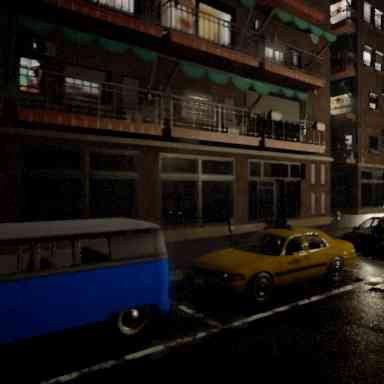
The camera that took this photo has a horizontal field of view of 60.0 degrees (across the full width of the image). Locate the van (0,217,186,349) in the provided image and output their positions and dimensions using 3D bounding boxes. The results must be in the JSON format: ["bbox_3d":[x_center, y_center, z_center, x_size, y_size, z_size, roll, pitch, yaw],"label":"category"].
[{"bbox_3d":[-2.264,1.336,4.941,3.998,1.788,1.690,0,0,-35],"label":"van"}]

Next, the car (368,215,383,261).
[{"bbox_3d":[6.734,1.493,11.351,4.313,1.339,1.947,0,0,-35],"label":"car"}]

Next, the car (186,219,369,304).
[{"bbox_3d":[2.097,1.486,8.048,4.829,1.417,1.752,0,0,-35],"label":"car"}]
